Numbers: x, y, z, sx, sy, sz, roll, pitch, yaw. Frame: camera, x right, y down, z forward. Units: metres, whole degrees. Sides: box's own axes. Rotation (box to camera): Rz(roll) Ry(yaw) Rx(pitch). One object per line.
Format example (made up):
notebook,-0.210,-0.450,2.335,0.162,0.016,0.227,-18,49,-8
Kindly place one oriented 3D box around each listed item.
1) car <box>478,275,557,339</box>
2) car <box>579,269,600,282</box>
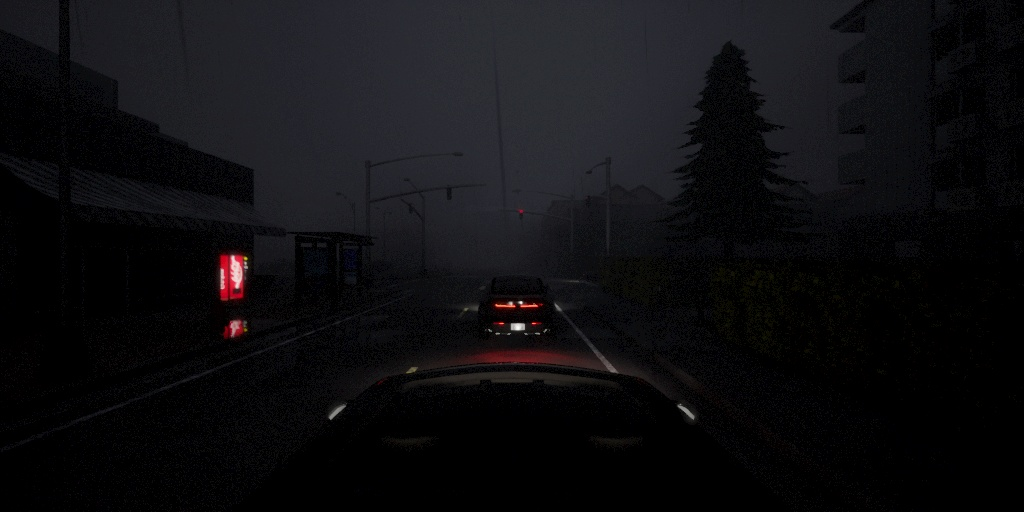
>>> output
car,0.118,1.255,10.038,1.837,1.490,4.892,0,0,0
car,8.535,1.474,30.594,5.357,1.411,2.033,0,0,0
